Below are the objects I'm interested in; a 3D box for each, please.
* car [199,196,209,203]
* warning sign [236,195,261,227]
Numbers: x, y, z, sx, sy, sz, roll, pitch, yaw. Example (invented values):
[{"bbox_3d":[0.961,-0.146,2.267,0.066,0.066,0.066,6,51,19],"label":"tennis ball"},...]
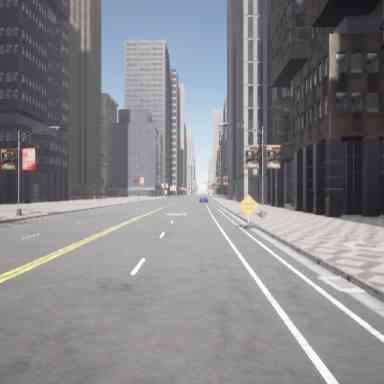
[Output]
[{"bbox_3d":[2.493,1.647,69.496,1.812,1.442,4.674,0,0,2],"label":"car"},{"bbox_3d":[3.334,1.098,19.659,1.300,1.860,1.060,0,0,1],"label":"warning sign"}]
